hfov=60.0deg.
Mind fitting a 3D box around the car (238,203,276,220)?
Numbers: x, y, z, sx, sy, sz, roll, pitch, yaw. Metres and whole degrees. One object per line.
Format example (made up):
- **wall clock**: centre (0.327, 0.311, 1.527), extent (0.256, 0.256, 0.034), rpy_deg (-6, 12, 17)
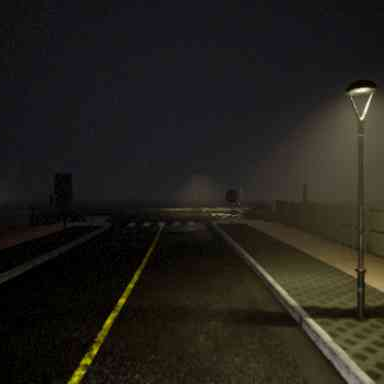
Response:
- **car**: centre (6.378, 1.614, 28.322), extent (4.718, 1.301, 1.895), rpy_deg (0, 4, -4)
